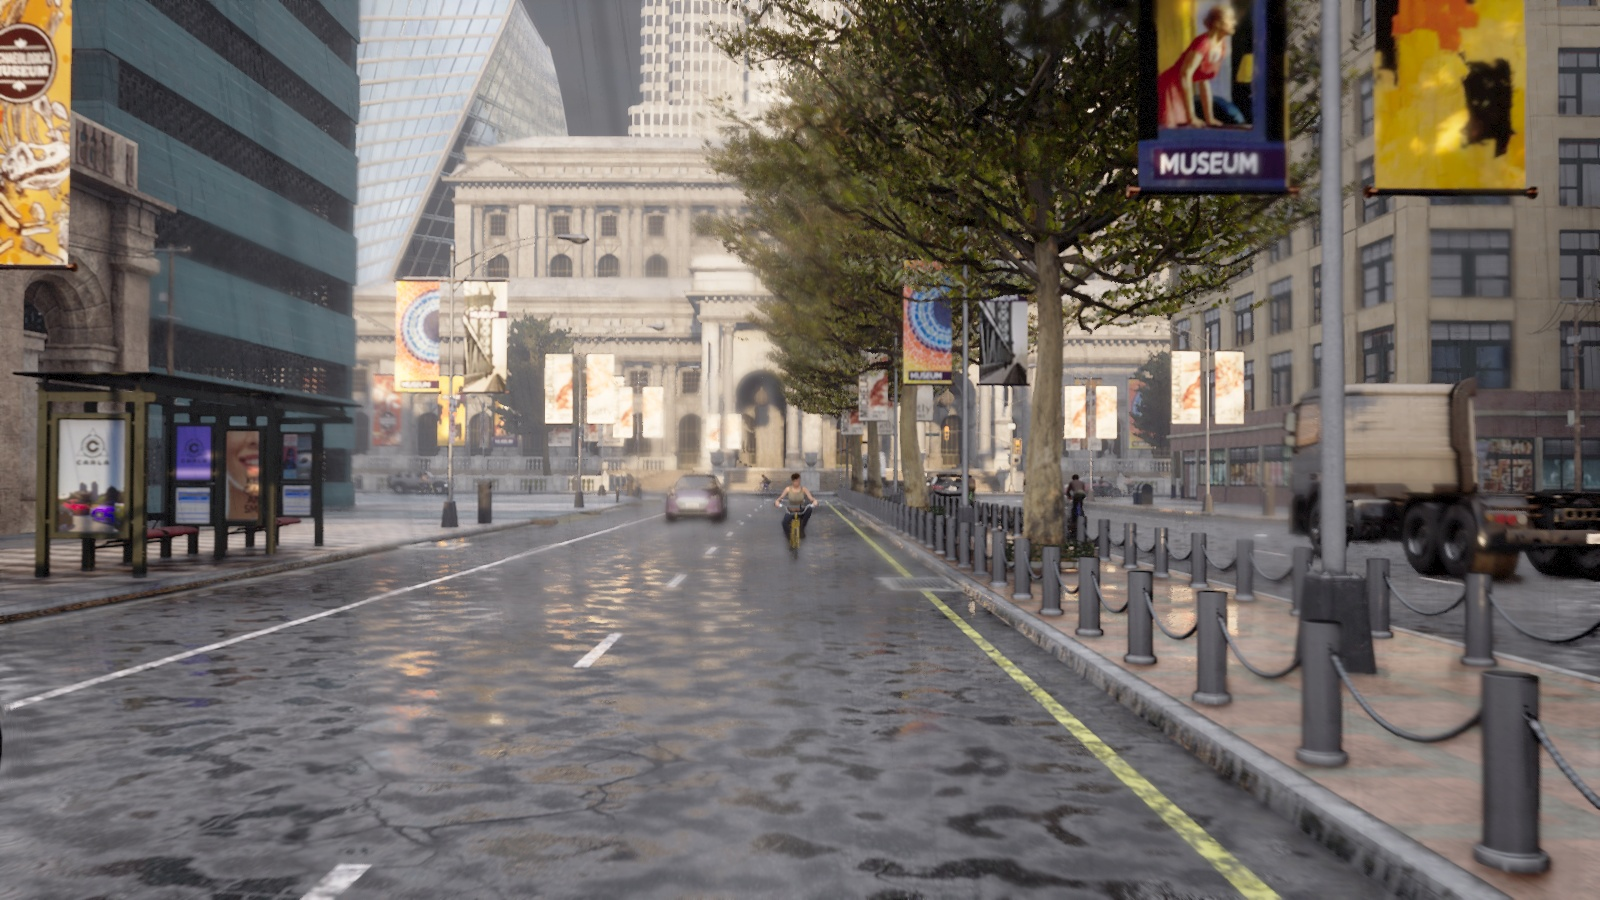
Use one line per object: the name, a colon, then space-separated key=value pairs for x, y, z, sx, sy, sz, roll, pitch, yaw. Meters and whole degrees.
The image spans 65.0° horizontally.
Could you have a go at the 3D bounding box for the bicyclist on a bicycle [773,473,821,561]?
bicyclist on a bicycle: x=-0.064 y=1.239 z=23.649 sx=0.866 sy=1.612 sz=1.509 roll=0 pitch=-1 yaw=0

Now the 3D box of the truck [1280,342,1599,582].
truck: x=11.441 y=0.243 z=22.122 sx=2.891 sy=3.462 sz=7.936 roll=0 pitch=-1 yaw=0

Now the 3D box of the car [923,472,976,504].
car: x=7.833 y=1.984 z=66.378 sx=2.242 sy=1.667 sz=4.611 roll=0 pitch=-1 yaw=0

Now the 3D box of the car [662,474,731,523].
car: x=-3.610 y=1.671 z=44.531 sx=2.033 sy=1.649 sz=4.856 roll=0 pitch=-1 yaw=0

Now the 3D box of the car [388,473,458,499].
car: x=-27.846 y=2.638 z=92.858 sx=4.605 sy=1.855 sz=1.932 roll=0 pitch=-1 yaw=0

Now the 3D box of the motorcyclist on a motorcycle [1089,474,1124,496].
motorcyclist on a motorcycle: x=22.624 y=2.567 z=92.786 sx=2.350 sy=1.649 sz=0.766 roll=0 pitch=-1 yaw=0

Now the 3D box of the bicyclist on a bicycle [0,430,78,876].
bicyclist on a bicycle: x=-3.512 y=0.799 z=4.599 sx=0.659 sy=1.776 sz=1.843 roll=0 pitch=-1 yaw=0
